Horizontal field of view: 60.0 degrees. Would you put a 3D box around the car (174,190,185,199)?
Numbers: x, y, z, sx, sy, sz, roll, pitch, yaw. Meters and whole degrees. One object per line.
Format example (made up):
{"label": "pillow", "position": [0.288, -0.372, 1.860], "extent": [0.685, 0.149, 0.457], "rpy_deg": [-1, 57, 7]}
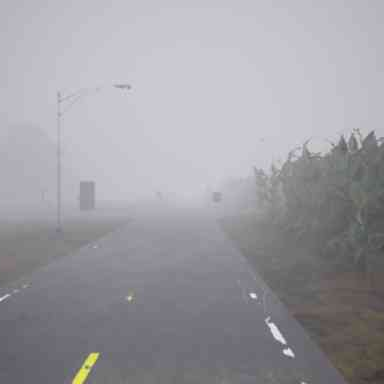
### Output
{"label": "car", "position": [-2.762, 0.546, 74.770], "extent": [2.150, 2.045, 5.566], "rpy_deg": [0, 2, 0]}
